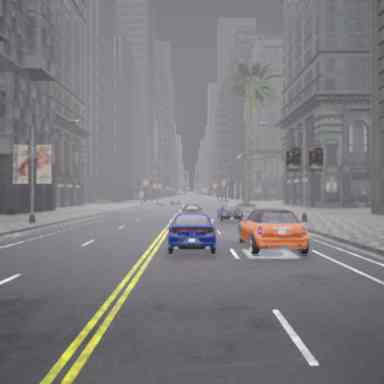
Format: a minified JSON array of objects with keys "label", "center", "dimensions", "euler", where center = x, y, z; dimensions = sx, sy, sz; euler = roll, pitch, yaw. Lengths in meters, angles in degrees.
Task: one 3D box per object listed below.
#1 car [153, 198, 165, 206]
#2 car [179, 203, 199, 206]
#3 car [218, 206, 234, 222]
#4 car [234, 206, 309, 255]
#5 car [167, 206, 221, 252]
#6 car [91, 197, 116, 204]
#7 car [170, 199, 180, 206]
[{"label":"car","center":[-6.530,1.899,66.507],"dimensions":[2.097,1.767,4.553],"euler":[0,-1,0]},{"label":"car","center":[-0.007,1.779,29.395],"dimensions":[1.812,1.442,4.674],"euler":[0,0,0]},{"label":"car","center":[3.241,1.851,29.109],"dimensions":[1.895,1.301,4.718],"euler":[0,0,0]},{"label":"car","center":[3.246,1.473,14.072],"dimensions":[2.097,1.767,4.553],"euler":[0,-1,0]},{"label":"car","center":[-0.001,1.605,14.486],"dimensions":[1.882,1.535,5.008],"euler":[0,0,0]},{"label":"car","center":[-23.876,2.563,90.063],"dimensions":[4.829,1.417,1.752],"euler":[-1,1,0]},{"label":"car","center":[-3.281,2.070,66.542],"dimensions":[1.812,1.442,4.674],"euler":[0,0,0]}]
